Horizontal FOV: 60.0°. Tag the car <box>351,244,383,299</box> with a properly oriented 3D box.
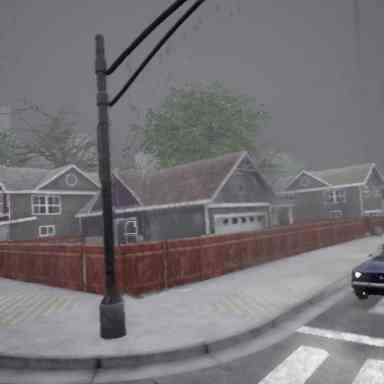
[{"bbox_3d":[6.051,2.087,9.277,1.895,1.301,4.718,-8,-7,42],"label":"car"}]
